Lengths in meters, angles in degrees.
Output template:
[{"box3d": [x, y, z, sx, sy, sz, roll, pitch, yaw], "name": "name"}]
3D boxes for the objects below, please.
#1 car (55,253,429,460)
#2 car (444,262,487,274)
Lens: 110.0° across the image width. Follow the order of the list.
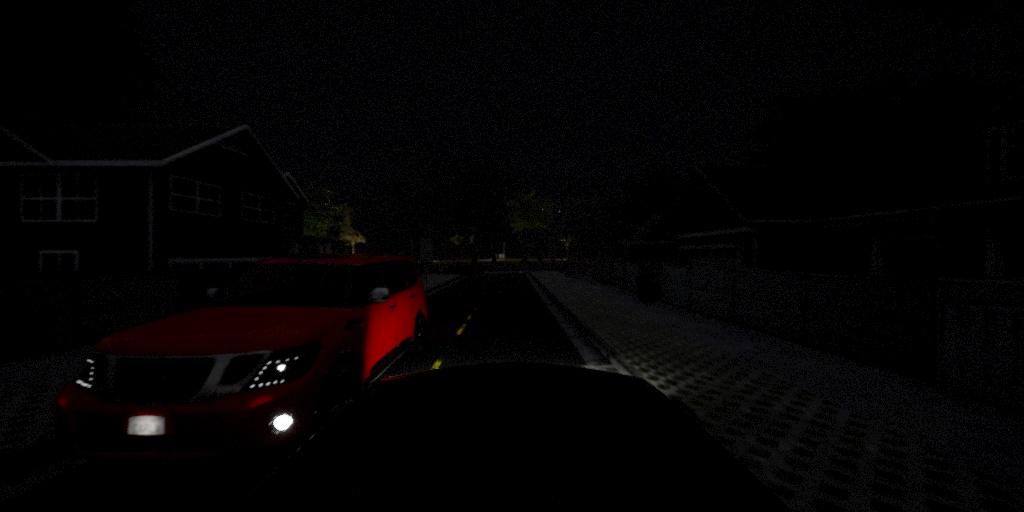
[{"box3d": [-2.851, 0.970, 5.560, 2.150, 2.045, 5.566, 0, 0, 0], "name": "car"}, {"box3d": [-5.342, 1.344, 41.595, 4.718, 1.301, 1.895, -1, 0, -23], "name": "car"}]
